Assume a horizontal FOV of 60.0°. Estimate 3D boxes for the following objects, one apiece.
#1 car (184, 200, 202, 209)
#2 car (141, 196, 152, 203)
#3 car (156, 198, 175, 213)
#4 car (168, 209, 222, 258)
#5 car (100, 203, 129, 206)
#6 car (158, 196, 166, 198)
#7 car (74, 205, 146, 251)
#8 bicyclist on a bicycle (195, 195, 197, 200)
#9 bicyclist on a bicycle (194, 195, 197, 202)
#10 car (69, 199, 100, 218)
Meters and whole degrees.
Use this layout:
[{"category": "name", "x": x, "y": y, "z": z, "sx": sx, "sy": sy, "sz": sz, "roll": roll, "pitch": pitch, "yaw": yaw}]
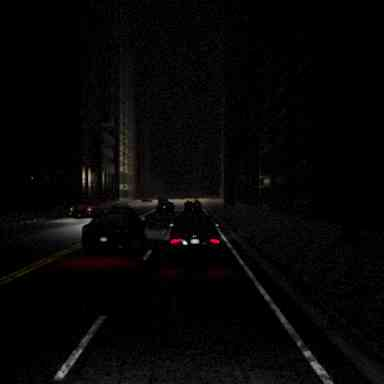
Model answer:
[{"category": "car", "x": 0.097, "y": 1.631, "z": 38.219, "sx": 2.128, "sy": 1.511, "sz": 4.902, "roll": 0, "pitch": 0, "yaw": 0}, {"category": "car", "x": -9.757, "y": 1.636, "z": 71.751, "sx": 1.882, "sy": 1.535, "sz": 5.008, "roll": 0, "pitch": 0, "yaw": 0}, {"category": "car", "x": -3.153, "y": 1.708, "z": 40.007, "sx": 1.994, "sy": 1.385, "sz": 4.181, "roll": 0, "pitch": 0, "yaw": 0}, {"category": "car", "x": 0.096, "y": 1.604, "z": 12.901, "sx": 2.033, "sy": 1.411, "sz": 5.357, "roll": 0, "pitch": 0, "yaw": 0}, {"category": "car", "x": -6.602, "y": 1.719, "z": 30.267, "sx": 1.895, "sy": 1.301, "sz": 4.718, "roll": 0, "pitch": 0, "yaw": 0}, {"category": "car", "x": -6.507, "y": 1.636, "z": 71.751, "sx": 1.882, "sy": 1.535, "sz": 5.008, "roll": 0, "pitch": 0, "yaw": 0}, {"category": "car", "x": -3.156, "y": 1.540, "z": 14.352, "sx": 1.882, "sy": 1.535, "sz": 5.008, "roll": 0, "pitch": 0, "yaw": 0}, {"category": "bicyclist on a bicycle", "x": 0.886, "y": 1.658, "z": 72.309, "sx": 0.582, "sy": 1.620, "sz": 1.656, "roll": 0, "pitch": 0, "yaw": 0}, {"category": "bicyclist on a bicycle", "x": 0.885, "y": 1.577, "z": 81.303, "sx": 0.659, "sy": 1.776, "sz": 1.843, "roll": 0, "pitch": 0, "yaw": 0}, {"category": "car", "x": -9.850, "y": 1.473, "z": 31.348, "sx": 2.097, "sy": 1.767, "sz": 4.553, "roll": 0, "pitch": 0, "yaw": 0}]
